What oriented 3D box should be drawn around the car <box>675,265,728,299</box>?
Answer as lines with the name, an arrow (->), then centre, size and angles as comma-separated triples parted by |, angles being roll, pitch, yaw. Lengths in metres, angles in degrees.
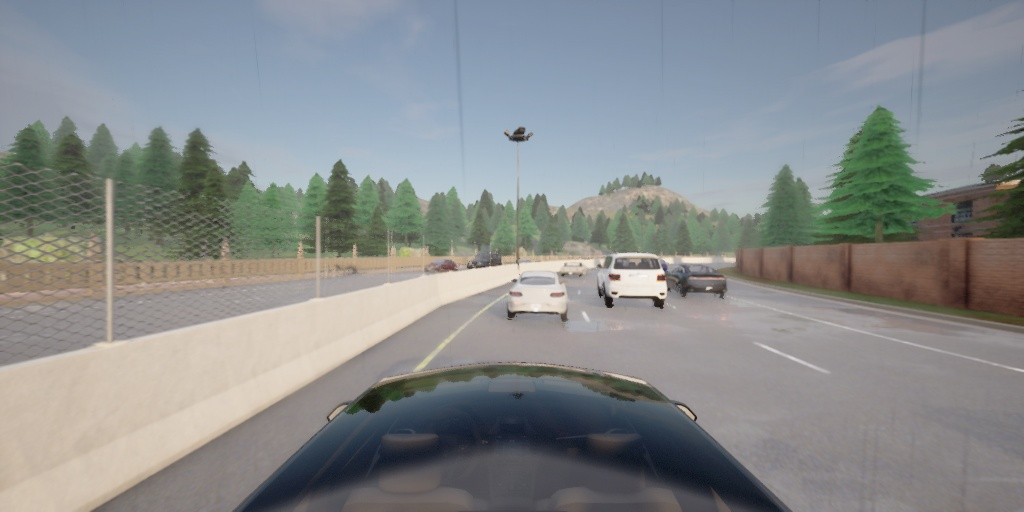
car -> 8.897, 1.174, 17.758 | 2.128, 1.511, 4.902 | 0, 0, 11

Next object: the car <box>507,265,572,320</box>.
car -> 0.930, 1.213, 12.217 | 1.812, 1.442, 4.674 | 0, 0, 7

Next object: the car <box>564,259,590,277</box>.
car -> 5.704, 1.178, 32.548 | 1.895, 1.301, 4.718 | 0, 0, 19

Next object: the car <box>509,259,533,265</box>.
car -> 1.080, 1.036, 40.342 | 1.812, 1.442, 4.674 | 0, 0, 23

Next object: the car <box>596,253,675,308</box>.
car -> 4.851, 0.906, 15.116 | 2.150, 2.045, 5.566 | 0, 0, 10

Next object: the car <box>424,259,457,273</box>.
car -> -7.418, 1.020, 37.755 | 1.812, 1.442, 4.674 | 0, 0, 20

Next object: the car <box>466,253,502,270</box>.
car -> -2.958, 0.719, 39.785 | 2.150, 2.045, 5.566 | 0, 1, 22
